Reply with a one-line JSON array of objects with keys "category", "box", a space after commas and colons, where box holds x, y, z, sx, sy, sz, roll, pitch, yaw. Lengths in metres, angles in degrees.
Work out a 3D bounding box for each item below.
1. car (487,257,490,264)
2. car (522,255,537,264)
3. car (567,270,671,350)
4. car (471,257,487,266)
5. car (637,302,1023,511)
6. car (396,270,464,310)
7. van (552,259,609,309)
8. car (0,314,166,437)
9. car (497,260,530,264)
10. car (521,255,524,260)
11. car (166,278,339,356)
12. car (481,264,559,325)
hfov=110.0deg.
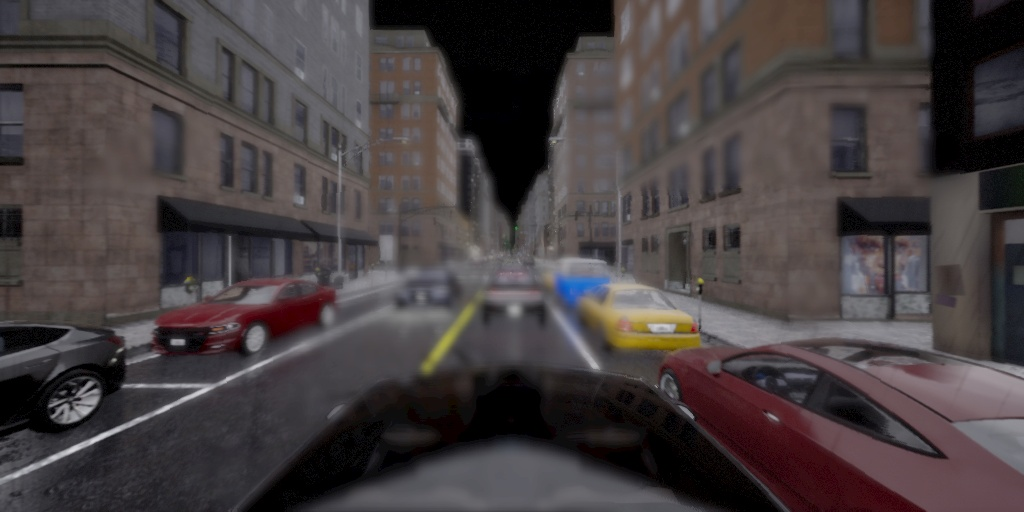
[{"category": "car", "box": [-5.467, 0.941, 63.179, 1.948, 1.339, 4.313, 0, 0, 1]}, {"category": "car", "box": [2.988, 0.975, 57.545, 1.948, 1.339, 4.313, 0, 0, 1]}, {"category": "car", "box": [2.669, 1.234, 8.705, 1.751, 1.417, 4.829, 0, 0, 0]}, {"category": "car", "box": [-5.538, 0.992, 57.650, 1.802, 1.307, 4.207, 0, 0, 1]}, {"category": "car", "box": [2.668, 1.325, 2.861, 1.802, 1.307, 4.207, 0, 0, 0]}, {"category": "car", "box": [-3.087, 1.239, 14.172, 1.994, 1.385, 4.181, 0, 0, 0]}, {"category": "van", "box": [2.670, 1.016, 14.208, 1.690, 1.789, 3.998, 0, 0, 0]}, {"category": "car", "box": [-5.857, 1.309, 2.866, 1.948, 1.339, 4.313, 0, 0, 0]}, {"category": "car", "box": [0.010, 1.204, 26.028, 1.895, 1.301, 4.718, 0, 0, -2]}, {"category": "car", "box": [3.059, 0.920, 63.075, 1.888, 1.381, 4.507, 0, 0, 1]}, {"category": "car", "box": [-5.857, 1.254, 8.538, 1.888, 1.381, 4.507, 0, 0, 0]}, {"category": "car", "box": [0.078, 1.180, 11.604, 2.128, 1.511, 4.902, 0, 0, 0]}]
